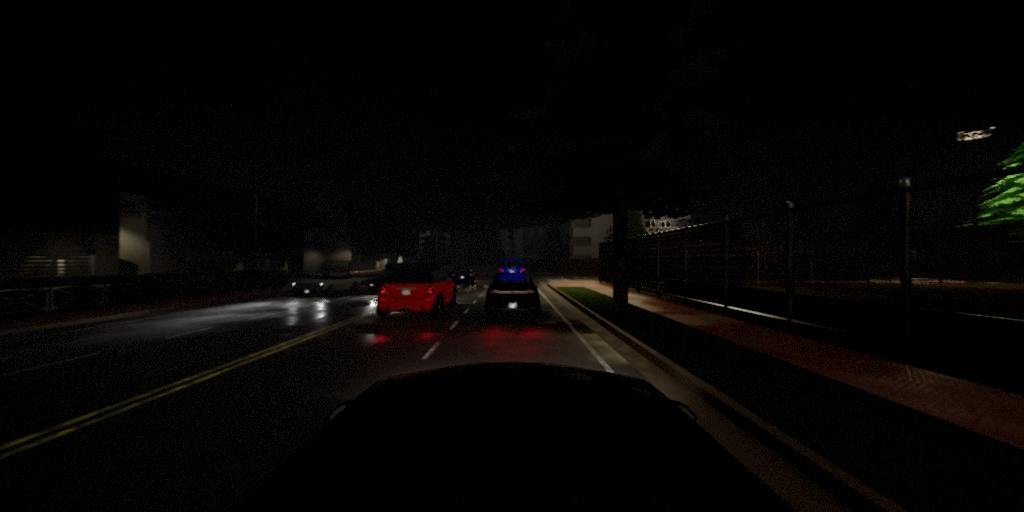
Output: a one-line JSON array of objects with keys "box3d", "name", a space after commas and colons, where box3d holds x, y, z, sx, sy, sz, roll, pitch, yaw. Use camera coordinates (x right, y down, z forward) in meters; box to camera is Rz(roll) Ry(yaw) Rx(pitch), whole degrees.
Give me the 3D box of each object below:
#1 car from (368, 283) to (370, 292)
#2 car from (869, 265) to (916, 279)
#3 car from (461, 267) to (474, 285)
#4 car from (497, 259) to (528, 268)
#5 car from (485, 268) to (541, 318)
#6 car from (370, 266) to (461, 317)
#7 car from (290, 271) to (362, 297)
[{"box3d": [-7.025, 1.513, 22.233, 2.033, 1.411, 5.357, 0, -1, 1], "name": "car"}, {"box3d": [37.797, 1.642, 36.641, 5.357, 1.411, 2.033, 0, -1, -1], "name": "car"}, {"box3d": [-4.196, 1.604, 29.331, 1.994, 1.385, 4.181, 0, 0, -12], "name": "car"}, {"box3d": [0.028, 1.249, 28.095, 2.150, 2.045, 5.566, 0, 0, 0], "name": "car"}, {"box3d": [0.040, 1.366, 13.593, 2.128, 1.511, 4.902, 0, -1, 0], "name": "car"}, {"box3d": [-3.458, 1.230, 13.892, 2.097, 1.767, 4.553, 0, -1, 0], "name": "car"}, {"box3d": [-10.542, 1.550, 20.669, 1.895, 1.301, 4.718, 0, -1, 1], "name": "car"}]
